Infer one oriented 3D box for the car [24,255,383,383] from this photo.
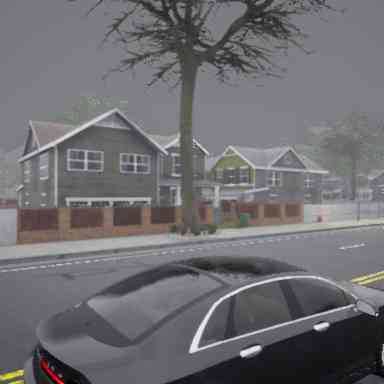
[{"bbox_3d":[0.742,1.539,3.968,4.892,1.490,1.837,1,-1,-36],"label":"car"}]
